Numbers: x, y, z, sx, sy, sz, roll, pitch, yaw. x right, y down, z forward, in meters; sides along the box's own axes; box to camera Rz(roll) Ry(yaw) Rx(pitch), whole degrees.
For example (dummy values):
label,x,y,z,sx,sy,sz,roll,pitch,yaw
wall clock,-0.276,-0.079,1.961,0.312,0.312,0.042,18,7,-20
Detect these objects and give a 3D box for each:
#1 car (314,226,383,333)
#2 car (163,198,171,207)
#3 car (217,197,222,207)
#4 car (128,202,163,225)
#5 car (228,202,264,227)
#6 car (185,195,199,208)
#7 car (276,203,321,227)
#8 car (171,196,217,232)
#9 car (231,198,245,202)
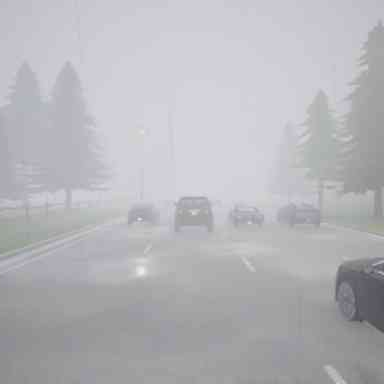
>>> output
label,x,y,z,sx,sy,sz,roll,pitch,yaw
car,3.600,1.495,4.332,2.128,1.511,4.902,0,0,0
car,-3.505,1.583,50.449,2.033,1.411,5.357,0,0,0
car,3.496,1.528,50.537,2.128,1.511,4.902,0,0,0
car,-3.404,1.522,24.056,1.837,1.490,4.892,0,0,0
car,3.596,1.617,23.089,1.895,1.301,4.718,0,0,0
car,-0.008,1.387,50.374,2.097,1.767,4.553,0,0,0
car,7.097,1.508,22.554,2.128,1.511,4.902,0,0,0
car,0.096,1.236,20.404,2.150,2.045,5.566,0,0,0
car,6.997,1.600,50.932,1.994,1.385,4.181,0,0,0
